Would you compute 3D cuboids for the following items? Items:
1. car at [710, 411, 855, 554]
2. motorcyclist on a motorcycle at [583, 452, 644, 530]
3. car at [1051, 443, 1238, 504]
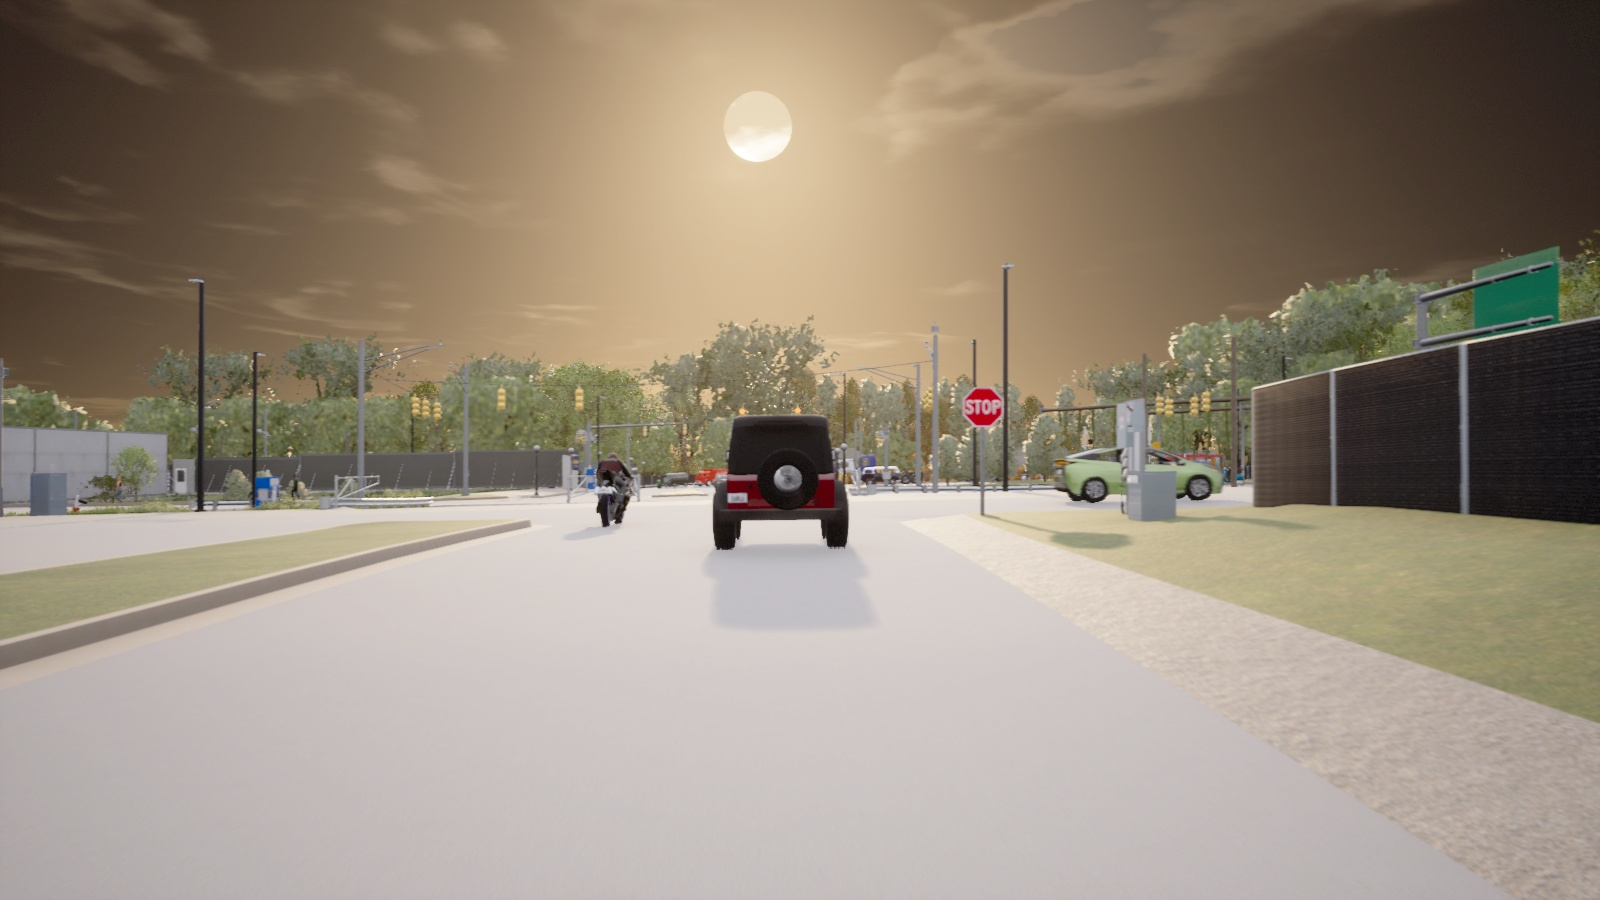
[{"bbox_3d":[-0.258,0.448,18.671,1.905,1.878,3.866,-1,0,-1],"label":"car"},{"bbox_3d":[-3.796,0.826,25.721,0.866,1.530,2.191,-1,-1,1],"label":"motorcyclist on a motorcycle"},{"bbox_3d":[9.383,0.632,34.440,4.514,1.525,2.007,-1,-1,-2],"label":"car"}]
